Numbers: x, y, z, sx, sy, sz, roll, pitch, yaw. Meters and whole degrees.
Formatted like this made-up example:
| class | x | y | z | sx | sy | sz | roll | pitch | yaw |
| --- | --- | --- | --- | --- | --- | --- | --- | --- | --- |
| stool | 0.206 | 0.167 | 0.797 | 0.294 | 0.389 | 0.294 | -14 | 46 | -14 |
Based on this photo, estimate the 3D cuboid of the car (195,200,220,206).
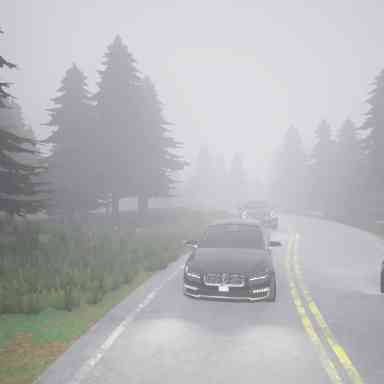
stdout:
| class | x | y | z | sx | sy | sz | roll | pitch | yaw |
| --- | --- | --- | --- | --- | --- | --- | --- | --- | --- |
| car | 1.951 | 1.799 | 44.865 | 1.812 | 1.442 | 4.674 | 3 | -5 | -35 |

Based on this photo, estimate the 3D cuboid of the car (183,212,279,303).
| class | x | y | z | sx | sy | sz | roll | pitch | yaw |
| --- | --- | --- | --- | --- | --- | --- | --- | --- | --- |
| car | 1.097 | 1.496 | 8.418 | 1.837 | 1.490 | 4.892 | -1 | 0 | 12 |

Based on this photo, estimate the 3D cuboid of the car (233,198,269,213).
| class | x | y | z | sx | sy | sz | roll | pitch | yaw |
| --- | --- | --- | --- | --- | --- | --- | --- | --- | --- |
| car | 6.228 | 1.410 | 35.737 | 1.837 | 1.490 | 4.892 | 2 | -1 | -16 |

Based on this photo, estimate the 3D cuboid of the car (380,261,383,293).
| class | x | y | z | sx | sy | sz | roll | pitch | yaw |
| --- | --- | --- | --- | --- | --- | --- | --- | --- | --- |
| car | 4.497 | 1.308 | 4.646 | 2.097 | 1.767 | 4.553 | -1 | 0 | 8 |

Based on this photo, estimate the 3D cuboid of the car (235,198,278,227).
| class | x | y | z | sx | sy | sz | roll | pitch | yaw |
| --- | --- | --- | --- | --- | --- | --- | --- | --- | --- |
| car | 3.891 | 1.270 | 20.369 | 2.097 | 1.767 | 4.553 | -1 | 0 | 5 |
